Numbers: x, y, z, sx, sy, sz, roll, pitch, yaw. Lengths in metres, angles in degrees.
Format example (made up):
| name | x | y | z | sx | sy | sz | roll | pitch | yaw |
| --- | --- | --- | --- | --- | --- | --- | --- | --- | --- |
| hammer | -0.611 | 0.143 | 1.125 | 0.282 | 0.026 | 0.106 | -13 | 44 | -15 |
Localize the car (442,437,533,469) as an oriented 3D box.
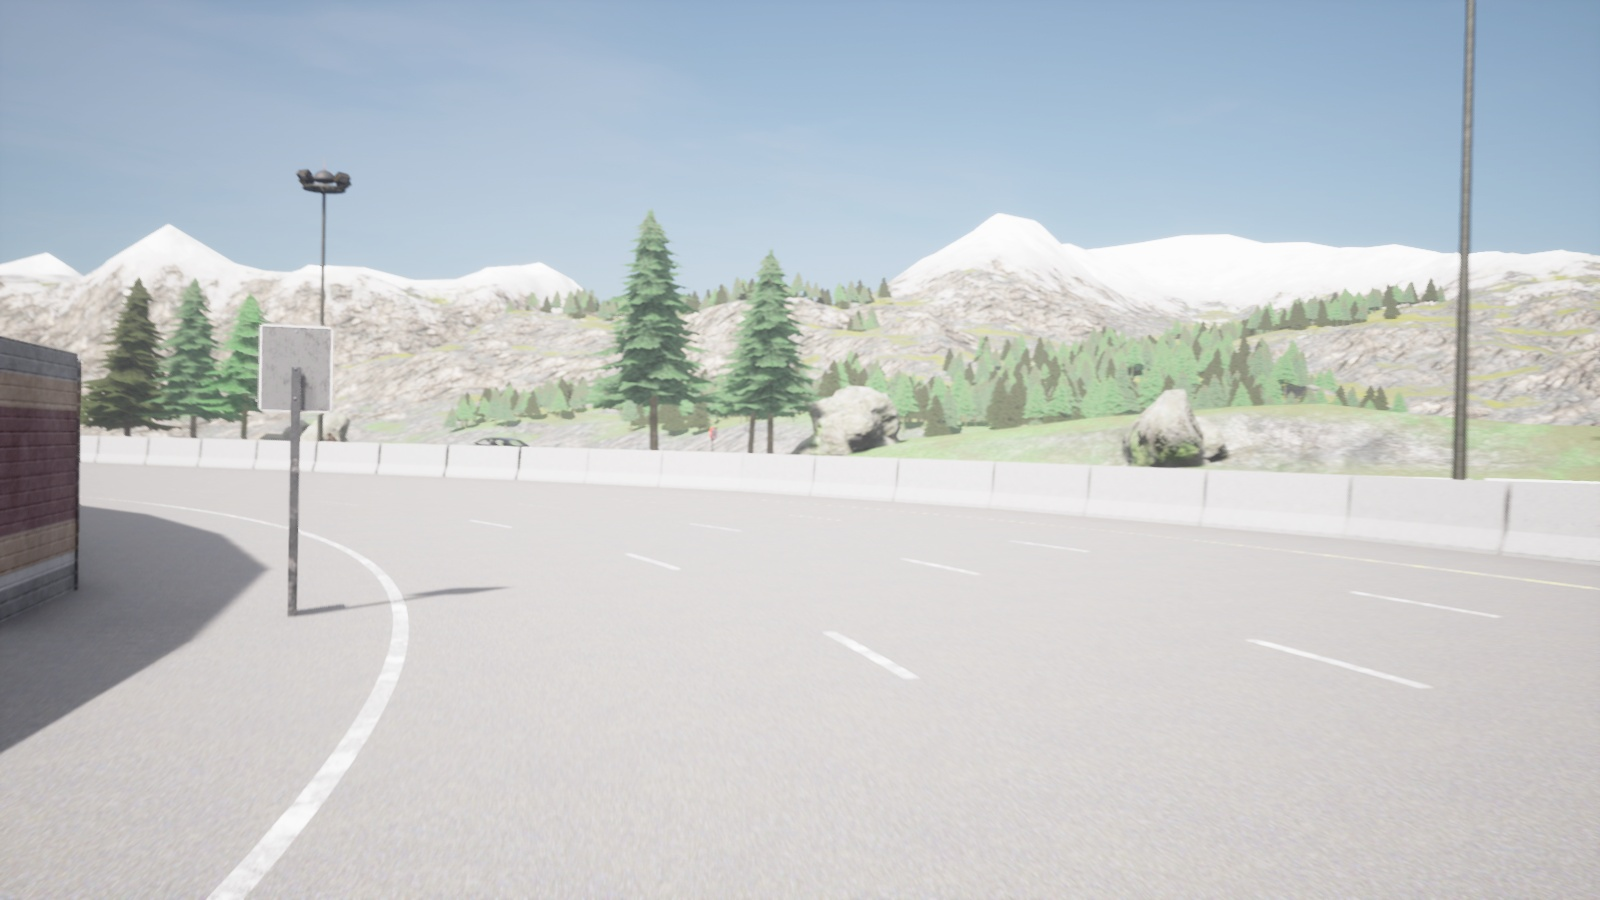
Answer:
| name | x | y | z | sx | sy | sz | roll | pitch | yaw |
| --- | --- | --- | --- | --- | --- | --- | --- | --- | --- |
| car | -15.542 | 0.146 | 62.401 | 4.193 | 1.474 | 1.816 | 1 | 1 | 26 |
